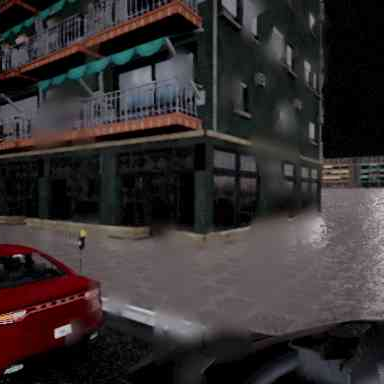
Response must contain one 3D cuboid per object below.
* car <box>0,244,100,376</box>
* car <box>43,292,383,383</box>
[{"bbox_3d":[-3.349,1.507,5.265,4.507,1.381,1.887,0,0,35],"label":"car"},{"bbox_3d":[1.239,1.566,1.993,4.313,1.339,1.947,0,0,35],"label":"car"}]
